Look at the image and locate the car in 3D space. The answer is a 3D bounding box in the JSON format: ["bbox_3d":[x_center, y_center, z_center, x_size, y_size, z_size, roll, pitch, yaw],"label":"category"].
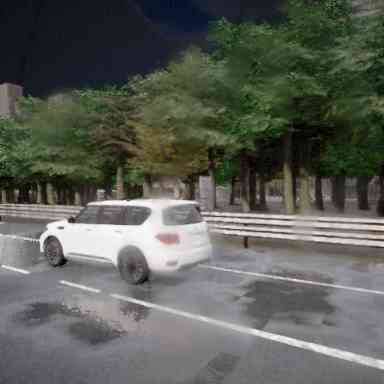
[{"bbox_3d":[-2.076,1.225,9.665,5.566,2.045,2.150,0,0,35],"label":"car"}]
